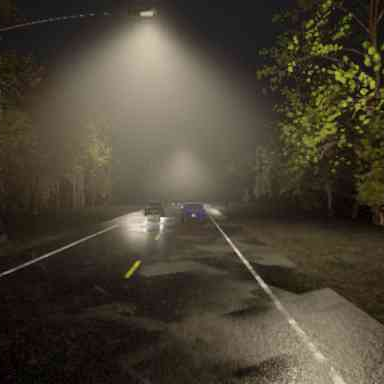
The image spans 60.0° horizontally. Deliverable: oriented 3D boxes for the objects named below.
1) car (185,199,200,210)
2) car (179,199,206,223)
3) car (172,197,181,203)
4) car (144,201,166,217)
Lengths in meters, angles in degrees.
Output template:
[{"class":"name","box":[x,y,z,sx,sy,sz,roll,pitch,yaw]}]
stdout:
[{"class":"car","box":[0.114,1.726,46.947,2.033,1.411,5.357,0,0,0]},{"class":"car","box":[0.108,1.582,27.018,1.882,1.535,5.008,0,0,0]},{"class":"car","box":[-3.477,1.755,74.688,1.994,1.385,4.181,0,0,0]},{"class":"car","box":[-3.582,1.632,32.912,1.837,1.490,4.892,0,0,0]}]
